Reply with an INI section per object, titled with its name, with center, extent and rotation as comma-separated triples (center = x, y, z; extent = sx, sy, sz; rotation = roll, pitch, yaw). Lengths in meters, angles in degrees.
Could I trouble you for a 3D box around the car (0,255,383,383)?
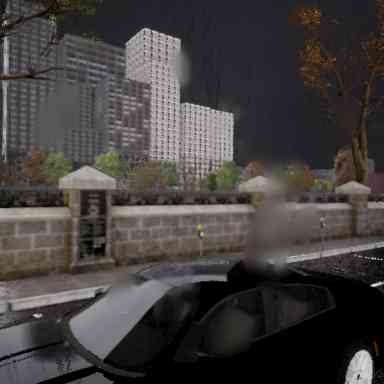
[car]
center = 0.045, 1.500, 3.407
extent = 5.008, 1.535, 1.882
rotation = 1, 0, -35
